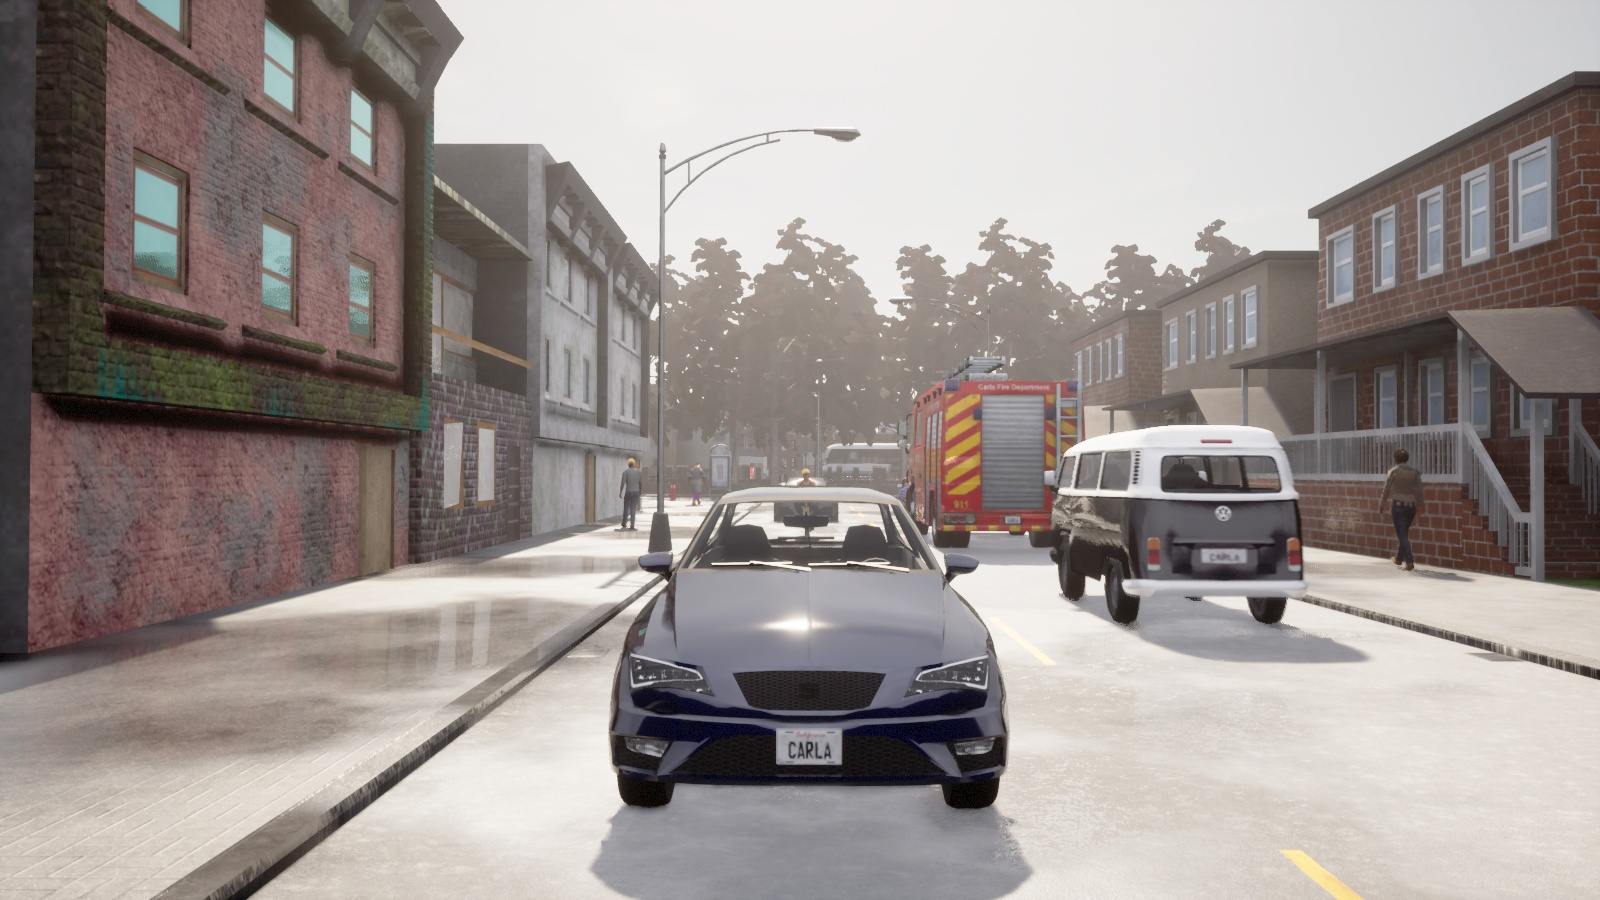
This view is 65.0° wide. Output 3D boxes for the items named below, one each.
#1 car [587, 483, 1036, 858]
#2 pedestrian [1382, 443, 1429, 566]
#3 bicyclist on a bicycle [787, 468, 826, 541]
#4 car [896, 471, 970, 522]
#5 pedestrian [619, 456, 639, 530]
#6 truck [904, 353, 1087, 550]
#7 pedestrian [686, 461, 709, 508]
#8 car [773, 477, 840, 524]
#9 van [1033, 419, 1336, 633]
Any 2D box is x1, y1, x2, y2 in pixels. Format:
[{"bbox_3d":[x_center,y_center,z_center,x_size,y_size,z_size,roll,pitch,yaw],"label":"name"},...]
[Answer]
[{"bbox_3d":[0.052,0.949,7.201,1.816,1.474,4.193,0,-1,0],"label":"car"},{"bbox_3d":[9.066,0.803,18.828,0.328,1.805,0.869,0,-1,5],"label":"pedestrian"},{"bbox_3d":[0.152,1.235,28.900,0.866,1.612,1.509,0,-1,0],"label":"bicyclist on a bicycle"},{"bbox_3d":[4.212,1.453,40.435,1.882,1.535,5.008,0,-1,0],"label":"car"},{"bbox_3d":[-4.284,1.069,31.485,0.354,1.836,0.706,0,-1,-19],"label":"pedestrian"},{"bbox_3d":[4.152,0.112,28.689,2.891,3.827,8.468,0,-1,0],"label":"truck"},{"bbox_3d":[-4.295,1.422,52.559,0.659,1.952,0.873,-1,-1,16],"label":"pedestrian"},{"bbox_3d":[0.207,1.543,39.709,1.994,1.385,4.181,0,-1,0],"label":"car"},{"bbox_3d":[4.084,0.760,14.238,2.069,2.038,4.480,0,-1,0],"label":"van"}]
